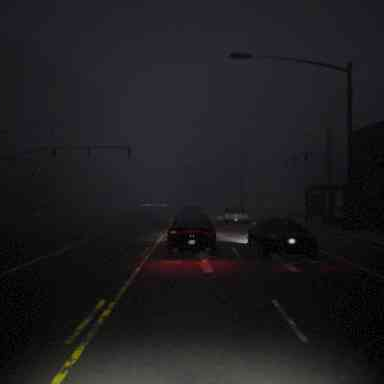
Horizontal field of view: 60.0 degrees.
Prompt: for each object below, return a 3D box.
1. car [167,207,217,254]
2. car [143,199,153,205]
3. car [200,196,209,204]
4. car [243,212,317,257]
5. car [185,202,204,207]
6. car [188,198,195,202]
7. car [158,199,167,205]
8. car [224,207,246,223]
[{"bbox_3d":[0.008,1.633,14.233,1.882,1.535,5.008,0,0,0],"label":"car"},{"bbox_3d":[-10.587,2.420,80.008,1.994,1.385,4.181,0,-1,0],"label":"car"},{"bbox_3d":[3.405,2.458,87.055,1.812,1.442,4.674,0,-1,0],"label":"car"},{"bbox_3d":[3.504,1.713,13.617,1.994,1.385,4.181,0,-1,0],"label":"car"},{"bbox_3d":[-0.031,1.847,27.501,2.033,1.411,5.357,0,-1,0],"label":"car"},{"bbox_3d":[-0.095,2.458,87.052,1.812,1.442,4.674,0,-1,0],"label":"car"},{"bbox_3d":[-7.087,2.420,80.012,1.994,1.385,4.181,0,-1,0],"label":"car"},{"bbox_3d":[3.666,1.908,28.211,1.895,1.301,4.718,0,-1,6],"label":"car"}]
